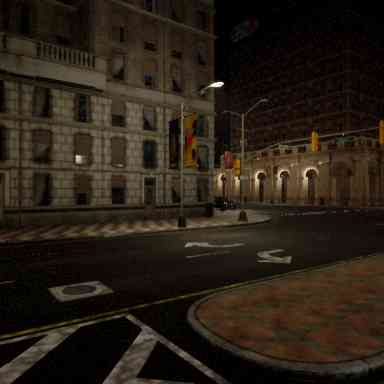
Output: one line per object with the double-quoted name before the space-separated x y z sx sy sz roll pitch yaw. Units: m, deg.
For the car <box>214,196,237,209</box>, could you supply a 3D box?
"car" 3.752 1.352 43.664 2.097 1.767 4.553 0 0 -36
